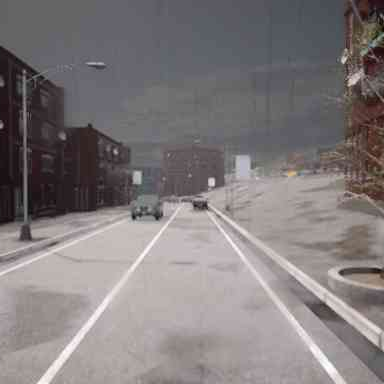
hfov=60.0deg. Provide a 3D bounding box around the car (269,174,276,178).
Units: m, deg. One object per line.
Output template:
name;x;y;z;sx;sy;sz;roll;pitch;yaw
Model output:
car;21.896;-3.958;84.373;2.231;1.521;4.892;0;1;-1

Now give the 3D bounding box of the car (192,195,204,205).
car;1.075;1.383;59.128;2.097;1.767;4.553;0;0;0

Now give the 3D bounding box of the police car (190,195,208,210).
police car;1.069;1.421;43.258;1.930;1.638;5.238;0;0;0

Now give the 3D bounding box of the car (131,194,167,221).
car;-3.585;1.220;27.623;2.150;2.045;5.566;0;0;0

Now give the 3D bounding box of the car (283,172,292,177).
car;22.477;-3.762;73.293;2.097;1.535;5.008;0;1;-4

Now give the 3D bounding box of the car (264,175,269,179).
car;21.770;-4.035;89.890;2.231;1.521;4.892;0;1;-1

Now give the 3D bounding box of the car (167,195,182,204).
car;-3.675;1.493;69.149;2.097;1.767;4.553;0;-1;-2

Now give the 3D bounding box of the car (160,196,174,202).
car;-7.131;2.067;93.478;1.837;1.490;4.892;-1;-2;-31

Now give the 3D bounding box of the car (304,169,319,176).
car;23.561;-3.529;62.097;2.163;1.488;4.792;0;1;-6

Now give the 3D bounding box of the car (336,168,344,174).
car;25.064;-3.358;51.261;2.231;1.521;4.892;0;1;-9

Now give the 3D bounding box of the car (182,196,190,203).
car;-1.299;1.760;77.529;1.812;1.442;4.674;0;-1;-17

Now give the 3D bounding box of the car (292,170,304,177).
car;22.943;-3.787;67.788;2.185;1.767;4.553;0;1;-5

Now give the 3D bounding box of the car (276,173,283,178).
car;22.127;-3.822;78.831;2.002;1.452;4.674;0;1;-2

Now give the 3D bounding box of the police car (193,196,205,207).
police car;1.073;1.428;53.263;1.930;1.638;5.238;0;0;0

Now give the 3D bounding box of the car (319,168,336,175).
car;24.261;-3.419;56.623;2.002;1.452;4.674;0;1;-7
